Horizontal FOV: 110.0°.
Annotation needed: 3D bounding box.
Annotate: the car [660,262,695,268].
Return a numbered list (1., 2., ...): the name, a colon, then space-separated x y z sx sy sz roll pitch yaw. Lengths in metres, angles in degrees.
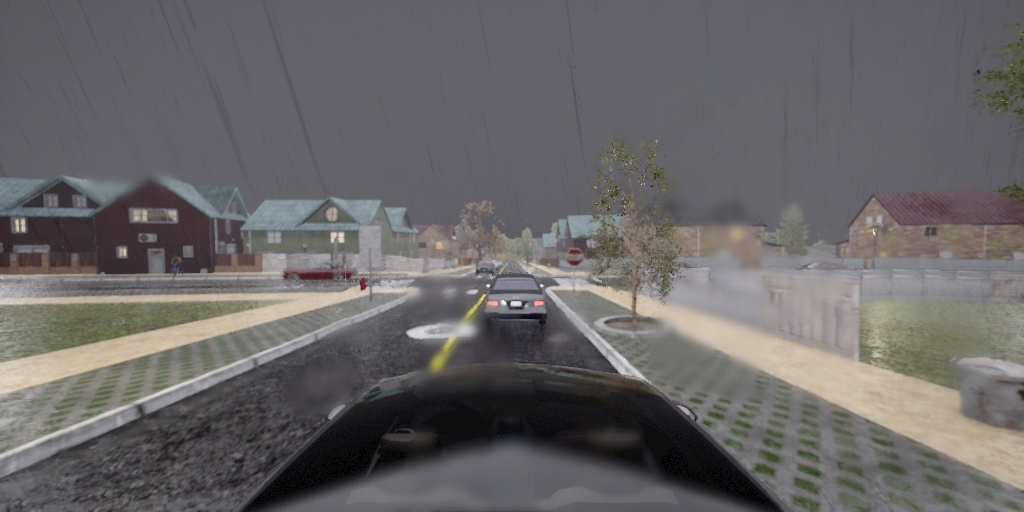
1. car: 12.571 1.195 28.203 4.181 1.385 1.994 0 3 2

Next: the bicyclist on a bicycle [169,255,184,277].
1. bicyclist on a bicycle: -24.880 0.715 26.616 0.582 1.620 1.656 0 3 -16

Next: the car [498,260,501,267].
1. car: -2.837 1.227 48.702 1.812 1.442 4.674 0 0 0

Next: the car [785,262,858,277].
1. car: 23.463 1.199 27.394 4.674 1.442 1.812 0 3 7

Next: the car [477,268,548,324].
1. car: 0.102 1.273 11.733 2.033 1.411 5.357 0 0 0

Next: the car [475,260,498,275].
1. car: -2.844 1.201 38.688 1.837 1.490 4.892 0 0 0

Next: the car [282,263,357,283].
1. car: -14.080 1.191 26.387 4.718 1.301 1.895 0 3 -13
